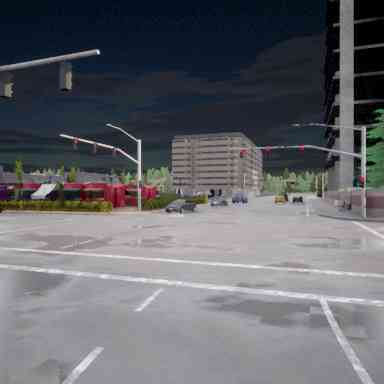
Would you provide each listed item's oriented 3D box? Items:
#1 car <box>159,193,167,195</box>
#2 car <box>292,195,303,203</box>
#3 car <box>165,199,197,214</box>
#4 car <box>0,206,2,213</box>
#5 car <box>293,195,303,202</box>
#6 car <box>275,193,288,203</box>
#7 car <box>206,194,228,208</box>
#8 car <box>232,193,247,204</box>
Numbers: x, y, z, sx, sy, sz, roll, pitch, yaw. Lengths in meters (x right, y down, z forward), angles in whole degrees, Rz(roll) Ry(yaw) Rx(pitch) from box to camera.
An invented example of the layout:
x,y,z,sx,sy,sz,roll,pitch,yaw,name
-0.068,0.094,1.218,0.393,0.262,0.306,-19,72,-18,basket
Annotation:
x,y,z,sx,sy,sz,roll,pitch,yaw,name
-7.924,1.208,81.463,4.605,1.855,1.932,0,0,19,car
21.483,1.477,67.604,1.882,1.535,5.008,0,0,19,car
-1.052,1.505,35.241,1.837,1.490,4.892,0,0,25,car
-22.010,1.619,34.658,4.181,1.385,1.994,0,0,19,car
24.780,1.525,77.346,2.128,1.511,4.902,0,0,19,car
18.270,1.477,69.010,1.882,1.535,5.008,0,0,19,car
4.065,1.492,49.423,2.128,1.511,4.902,0,0,19,car
9.369,1.223,64.819,2.150,2.045,5.566,0,0,19,car
